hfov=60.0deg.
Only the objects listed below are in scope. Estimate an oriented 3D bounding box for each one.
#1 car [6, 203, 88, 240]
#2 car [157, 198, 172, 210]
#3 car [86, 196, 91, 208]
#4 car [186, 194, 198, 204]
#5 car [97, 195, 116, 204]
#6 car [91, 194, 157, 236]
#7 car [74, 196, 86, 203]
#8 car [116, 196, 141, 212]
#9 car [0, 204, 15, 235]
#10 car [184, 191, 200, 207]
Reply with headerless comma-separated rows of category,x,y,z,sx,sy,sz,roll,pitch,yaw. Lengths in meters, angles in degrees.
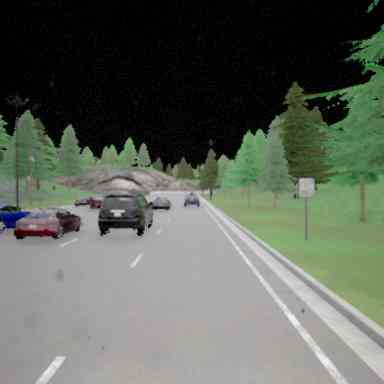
car,-6.906,1.460,16.422,1.994,1.385,4.181,0,0,0
car,-3.414,1.309,37.974,1.994,1.385,4.181,0,0,0
car,-10.413,1.225,38.923,1.882,1.535,5.008,0,1,0
car,-0.018,1.128,55.360,1.837,1.490,4.892,0,1,0
car,-14.020,1.246,54.711,1.895,1.301,4.718,0,0,0
car,-3.406,1.103,17.921,2.150,2.045,5.566,0,0,0
car,-14.016,1.263,44.151,2.033,1.411,5.357,0,0,0
car,-6.915,1.264,36.540,1.837,1.490,4.892,0,1,0
car,-10.407,1.367,17.979,1.882,1.535,5.008,0,0,0
car,-0.017,1.046,44.958,2.097,1.767,4.553,0,0,0
